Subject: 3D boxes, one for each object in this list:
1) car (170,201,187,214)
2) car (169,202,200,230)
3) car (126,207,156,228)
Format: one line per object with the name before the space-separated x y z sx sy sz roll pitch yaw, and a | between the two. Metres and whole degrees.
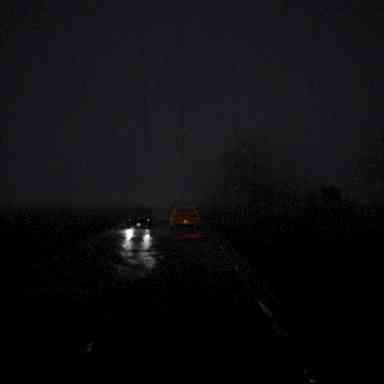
car | -1.735 1.933 41.285 1.812 1.442 4.674 0 -1 -5
car | -0.526 1.706 23.275 1.882 1.535 5.008 0 0 -3
car | -3.671 1.793 24.639 2.033 1.411 5.357 0 -1 -3
